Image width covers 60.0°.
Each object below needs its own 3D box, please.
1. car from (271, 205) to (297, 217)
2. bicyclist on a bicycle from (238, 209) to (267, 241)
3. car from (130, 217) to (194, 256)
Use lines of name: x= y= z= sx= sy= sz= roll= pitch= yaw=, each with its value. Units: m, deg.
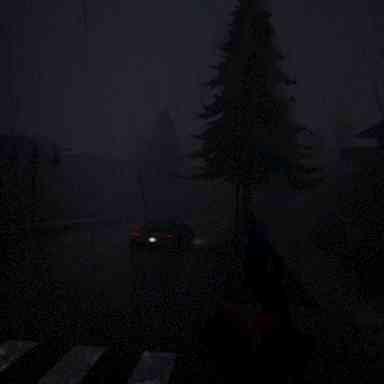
car: x=12.138 y=2.477 z=43.706 sx=2.128 sy=1.511 sz=4.902 roll=2 pitch=-1 yaw=40
bicyclist on a bicycle: x=3.103 y=1.705 z=17.324 sx=1.656 sy=1.620 sz=0.582 roll=2 pitch=-1 yaw=12
car: x=-1.150 y=1.787 z=14.378 sx=1.994 sy=1.385 sz=4.181 roll=2 pitch=-1 yaw=10
